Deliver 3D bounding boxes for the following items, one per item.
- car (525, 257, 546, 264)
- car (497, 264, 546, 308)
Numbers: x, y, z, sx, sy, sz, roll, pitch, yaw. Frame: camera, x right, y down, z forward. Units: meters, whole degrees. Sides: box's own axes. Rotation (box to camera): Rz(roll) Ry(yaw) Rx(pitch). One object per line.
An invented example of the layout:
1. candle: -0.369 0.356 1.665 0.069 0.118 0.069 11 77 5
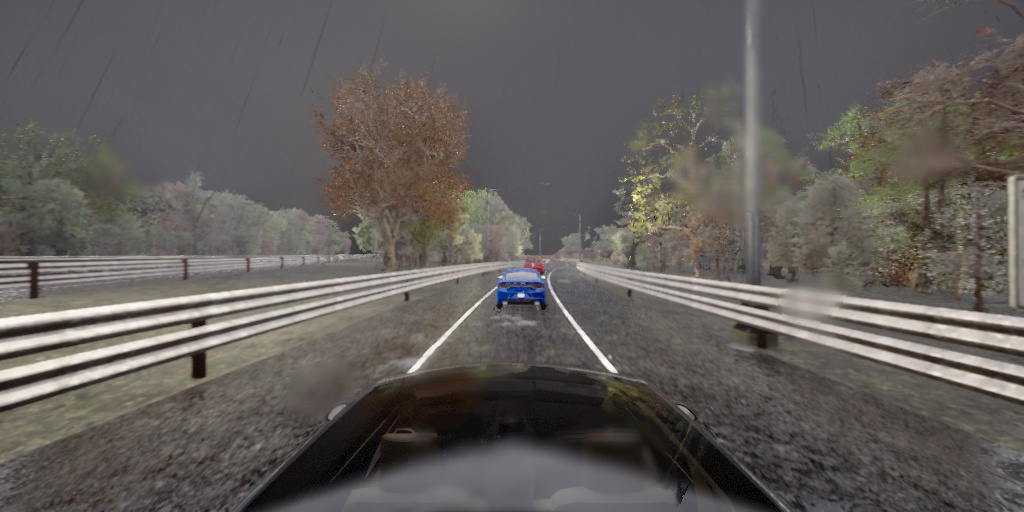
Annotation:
1. car: 2.652 1.123 41.567 2.150 2.045 5.566 0 0 7
2. car: 0.433 1.275 15.447 1.882 1.535 5.008 0 0 2
